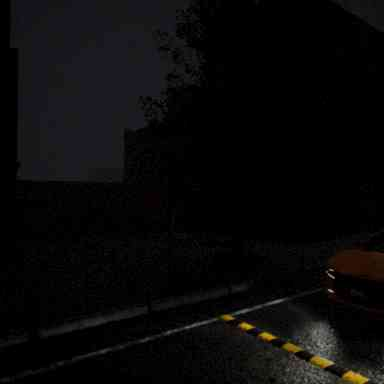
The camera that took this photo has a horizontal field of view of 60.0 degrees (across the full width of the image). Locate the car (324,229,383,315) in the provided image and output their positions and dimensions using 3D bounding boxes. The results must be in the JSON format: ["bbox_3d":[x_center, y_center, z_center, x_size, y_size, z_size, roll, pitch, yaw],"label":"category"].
[{"bbox_3d":[4.870,1.480,7.176,5.008,1.535,1.882,0,0,-36],"label":"car"}]
